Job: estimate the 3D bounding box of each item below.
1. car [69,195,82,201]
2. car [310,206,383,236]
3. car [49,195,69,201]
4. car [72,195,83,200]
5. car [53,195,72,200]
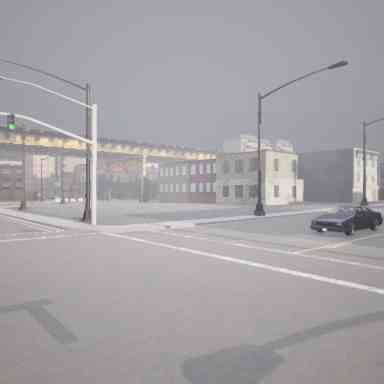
[{"bbox_3d":[-29.690,1.589,86.088,2.038,1.542,4.974,0,0,-9],"label":"car"},{"bbox_3d":[8.748,1.490,18.523,5.357,1.411,2.033,-1,0,-40],"label":"car"},{"bbox_3d":[-33.407,1.582,85.759,4.974,1.542,2.038,0,0,21],"label":"car"},{"bbox_3d":[-29.699,1.432,86.139,1.853,1.218,4.536,0,0,-9],"label":"car"},{"bbox_3d":[-33.455,1.424,85.777,4.536,1.218,1.853,0,0,21],"label":"car"}]
